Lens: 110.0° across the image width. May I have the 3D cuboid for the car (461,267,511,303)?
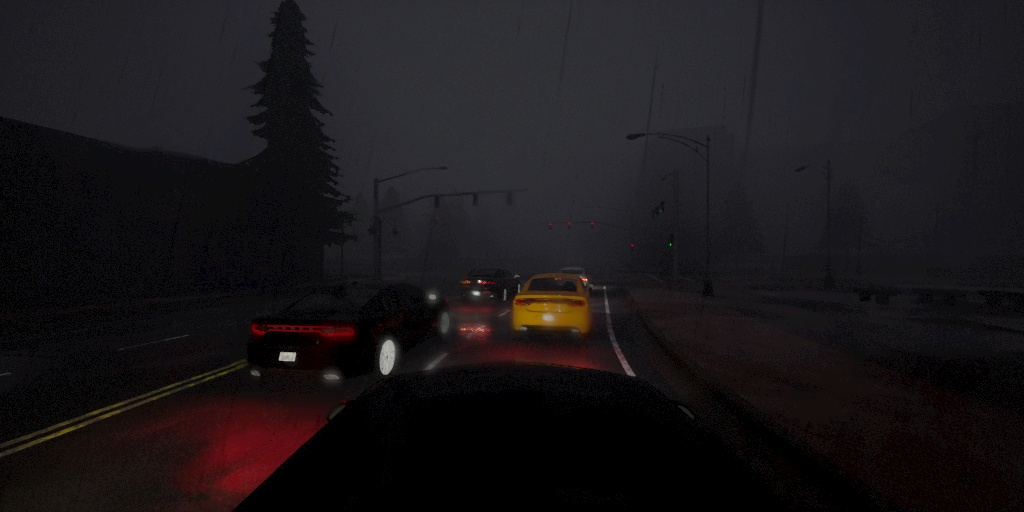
[{"bbox_3d":[-0.859,1.255,16.672,1.837,1.490,4.892,0,0,13],"label":"car"}]

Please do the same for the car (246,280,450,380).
[{"bbox_3d":[-2.764,1.228,7.368,1.882,1.535,5.008,0,0,7],"label":"car"}]

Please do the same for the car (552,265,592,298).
[{"bbox_3d":[3.370,1.274,19.428,1.812,1.442,4.674,0,0,14],"label":"car"}]

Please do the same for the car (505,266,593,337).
[{"bbox_3d":[1.301,1.228,10.398,1.882,1.535,5.008,0,0,11],"label":"car"}]
